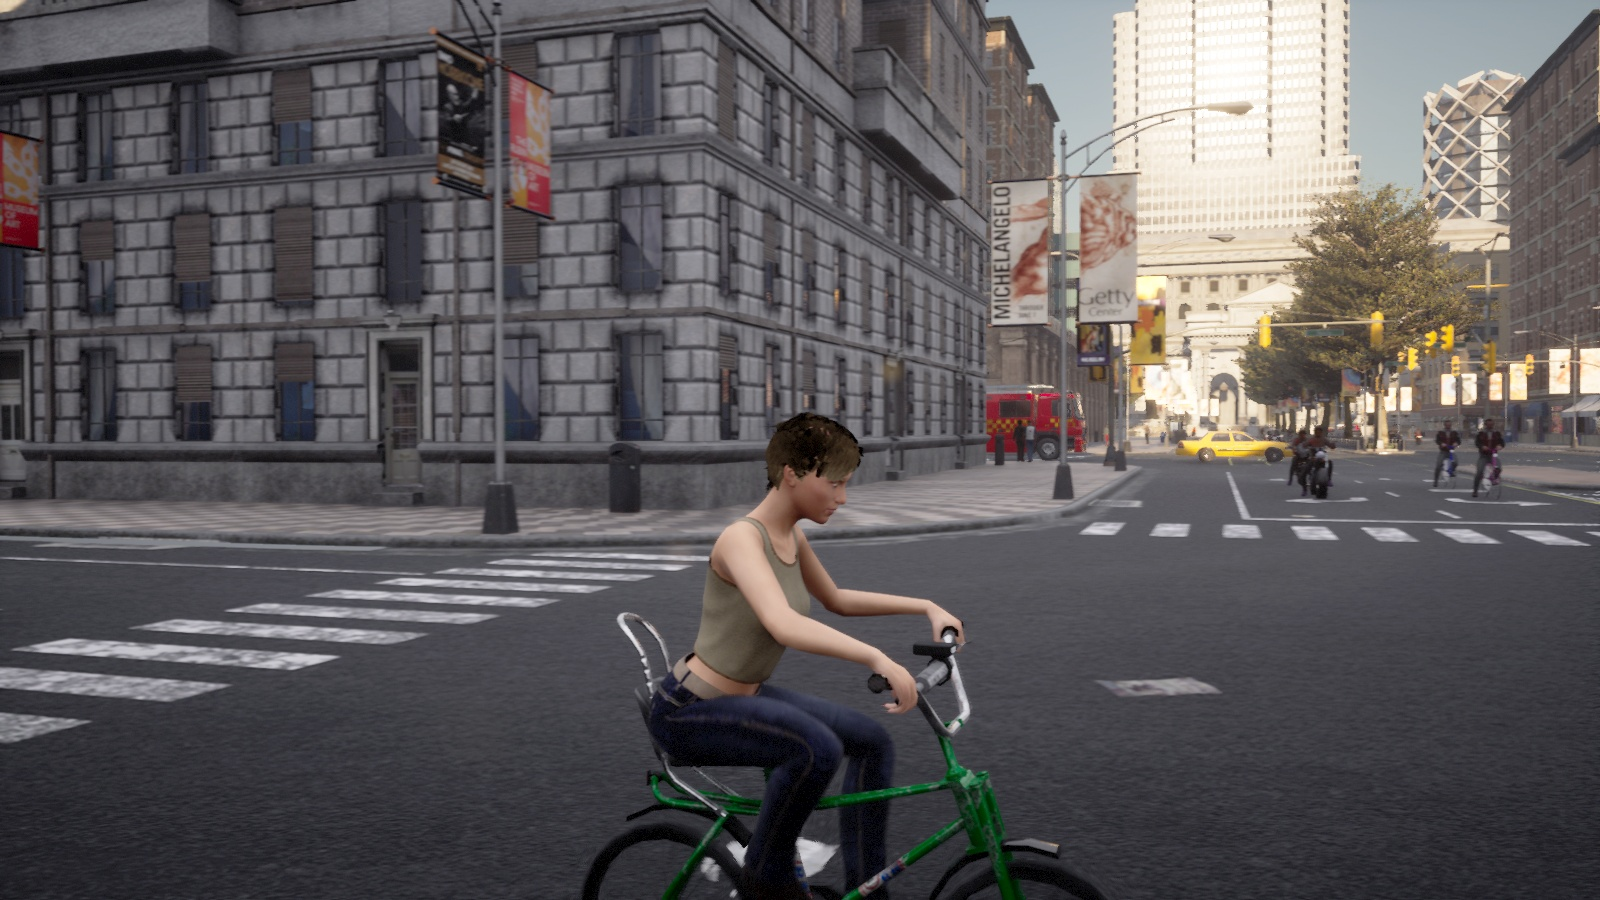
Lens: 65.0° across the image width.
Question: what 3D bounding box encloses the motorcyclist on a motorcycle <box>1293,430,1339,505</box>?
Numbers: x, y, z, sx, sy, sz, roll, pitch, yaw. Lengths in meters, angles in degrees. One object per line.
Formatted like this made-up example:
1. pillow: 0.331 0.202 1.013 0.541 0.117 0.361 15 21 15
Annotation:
1. motorcyclist on a motorcycle: 11.771 0.362 28.700 0.766 1.649 2.350 1 1 18

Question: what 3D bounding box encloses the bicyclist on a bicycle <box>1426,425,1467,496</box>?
1. bicyclist on a bicycle: 16.669 0.241 32.414 0.659 1.776 1.843 1 1 18

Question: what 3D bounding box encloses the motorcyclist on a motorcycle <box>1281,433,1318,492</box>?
1. motorcyclist on a motorcycle: 13.514 0.315 34.028 0.797 1.523 2.044 1 1 18

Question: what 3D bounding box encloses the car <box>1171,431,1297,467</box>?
1. car: 19.905 -0.085 57.785 5.366 1.575 1.801 1 1 18

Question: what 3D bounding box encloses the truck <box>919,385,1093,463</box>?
1. truck: 10.582 -1.330 64.435 8.468 3.827 2.891 1 1 18

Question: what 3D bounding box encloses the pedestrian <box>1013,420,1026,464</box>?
1. pedestrian: 9.498 -0.352 54.387 0.395 1.930 0.692 1 1 23

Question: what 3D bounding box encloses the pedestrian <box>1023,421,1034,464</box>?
1. pedestrian: 9.777 -0.341 53.777 0.354 1.836 0.706 0 1 1

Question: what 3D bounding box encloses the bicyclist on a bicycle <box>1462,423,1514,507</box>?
1. bicyclist on a bicycle: 15.082 0.312 27.561 0.659 1.776 1.843 1 1 18

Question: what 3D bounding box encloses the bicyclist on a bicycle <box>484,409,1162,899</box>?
1. bicyclist on a bicycle: 0.099 0.713 3.164 1.509 1.612 0.866 1 1 19
